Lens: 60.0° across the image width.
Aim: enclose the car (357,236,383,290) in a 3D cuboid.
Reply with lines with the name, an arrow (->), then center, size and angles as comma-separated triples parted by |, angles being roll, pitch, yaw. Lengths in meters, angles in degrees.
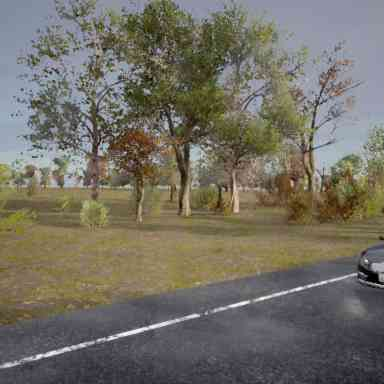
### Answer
car -> 5.970, 1.494, 8.074 | 4.902, 1.511, 2.128 | 0, 0, -34
